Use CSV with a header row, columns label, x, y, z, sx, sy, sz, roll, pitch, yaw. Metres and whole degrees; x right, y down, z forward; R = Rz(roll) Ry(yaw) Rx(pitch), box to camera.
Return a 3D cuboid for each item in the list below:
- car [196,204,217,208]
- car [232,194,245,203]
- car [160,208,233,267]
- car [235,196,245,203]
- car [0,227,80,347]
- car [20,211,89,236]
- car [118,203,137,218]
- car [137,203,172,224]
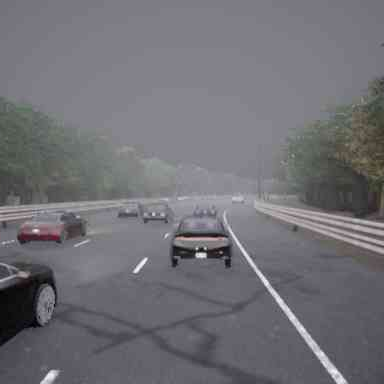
label,x,y,z,sx,sy,sz,roll,pitch,yaw
car,1.255,1.707,29.114,1.895,1.301,4.718,0,0,4
car,9.746,1.361,70.691,2.150,2.045,5.566,0,0,12
car,0.323,1.528,11.532,2.128,1.511,4.902,0,0,2
car,11.292,1.729,77.768,1.882,1.535,5.008,0,0,12
car,-3.367,1.503,4.101,2.128,1.511,4.902,0,0,1
car,-6.507,1.614,16.052,1.994,1.385,4.181,0,0,2
car,-5.566,1.680,31.579,1.994,1.385,4.181,0,0,4
car,-2.495,1.638,25.781,2.033,1.411,5.357,0,0,4
